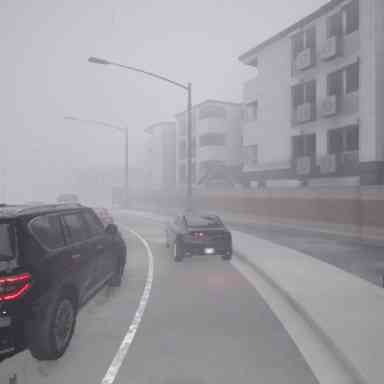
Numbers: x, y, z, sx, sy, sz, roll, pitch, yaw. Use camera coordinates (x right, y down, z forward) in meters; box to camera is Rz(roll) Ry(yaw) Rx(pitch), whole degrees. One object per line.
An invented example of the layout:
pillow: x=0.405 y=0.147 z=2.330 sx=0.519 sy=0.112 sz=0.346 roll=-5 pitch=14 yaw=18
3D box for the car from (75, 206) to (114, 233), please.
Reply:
car: x=-6.179 y=1.601 z=20.682 sx=1.895 sy=1.301 sz=4.718 roll=0 pitch=0 yaw=-22

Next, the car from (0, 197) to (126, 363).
car: x=-2.772 y=1.220 z=6.093 sx=2.150 sy=2.045 sz=5.566 roll=0 pitch=0 yaw=1

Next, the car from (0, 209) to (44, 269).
car: x=-6.805 y=1.478 z=11.502 sx=1.882 sy=1.535 sz=5.008 roll=0 pitch=-1 yaw=-9

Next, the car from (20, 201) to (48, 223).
car: x=-12.512 y=1.504 z=26.371 sx=1.837 sy=1.490 sz=4.892 roll=0 pitch=0 yaw=-25

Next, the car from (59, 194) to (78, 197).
car: x=-13.864 y=1.221 z=37.140 sx=2.150 sy=2.045 sz=5.566 roll=0 pitch=0 yaw=-26

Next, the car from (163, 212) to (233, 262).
car: x=0.109 y=1.504 z=12.292 sx=1.837 sy=1.490 sz=4.892 roll=0 pitch=0 yaw=-10
